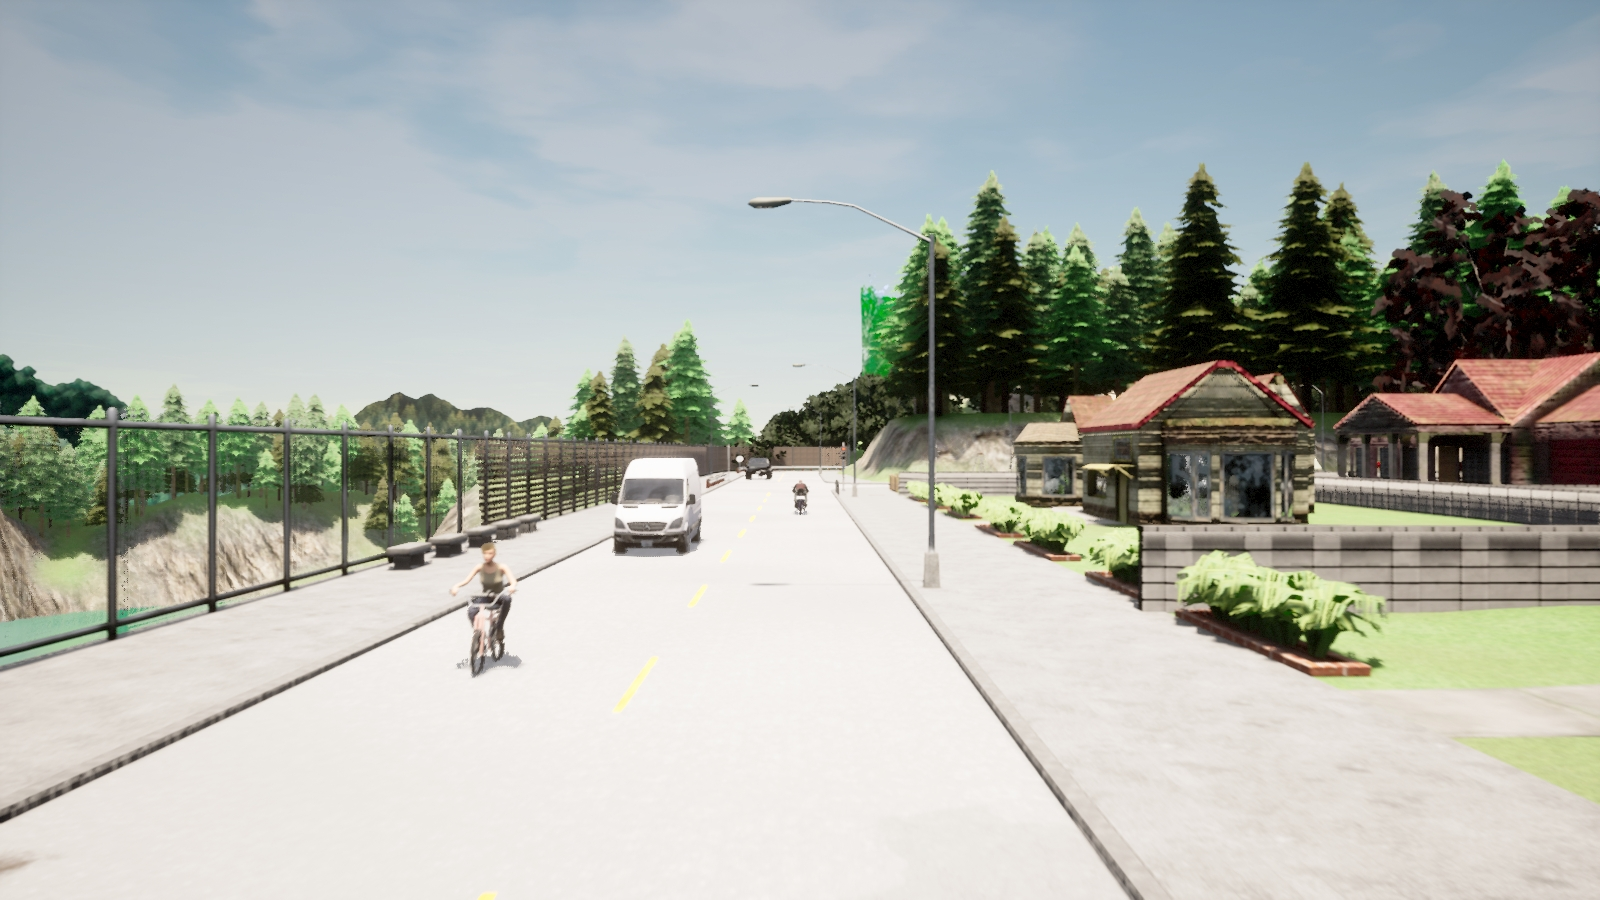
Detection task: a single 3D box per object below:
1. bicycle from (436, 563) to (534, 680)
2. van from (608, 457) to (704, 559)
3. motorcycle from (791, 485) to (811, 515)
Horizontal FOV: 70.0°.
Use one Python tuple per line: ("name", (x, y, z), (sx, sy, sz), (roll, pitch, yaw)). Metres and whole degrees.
("bicycle", (-4.007, 2.158, 14.662), (0.859, 1.276, 1.487), (0, 0, 0))
("van", (-3.981, 1.531, 32.645), (1.988, 2.561, 5.915), (0, 1, 0))
("motorcycle", (0.029, 2.205, 50.731), (0.867, 1.251, 2.209), (0, 0, 0))
